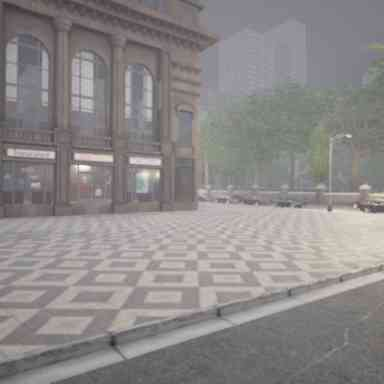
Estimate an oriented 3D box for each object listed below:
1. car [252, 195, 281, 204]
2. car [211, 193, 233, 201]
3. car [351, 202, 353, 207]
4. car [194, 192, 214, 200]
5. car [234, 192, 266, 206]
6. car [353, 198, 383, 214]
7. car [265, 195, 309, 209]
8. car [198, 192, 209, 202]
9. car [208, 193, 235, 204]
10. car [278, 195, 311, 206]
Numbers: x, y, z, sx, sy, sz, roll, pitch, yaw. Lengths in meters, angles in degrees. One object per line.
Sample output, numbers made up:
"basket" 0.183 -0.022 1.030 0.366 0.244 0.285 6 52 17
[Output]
"car" 11.904 1.142 53.541 1.947 1.339 4.313 2 0 -35
"car" 5.522 0.983 62.559 1.802 1.307 4.206 2 0 -35
"car" 21.477 1.372 40.014 1.887 1.381 4.507 2 0 -35
"car" 2.336 0.752 67.068 1.967 1.590 4.097 2 0 -35
"car" 8.143 1.146 44.099 1.887 1.381 4.507 2 0 -35
"car" 17.716 1.400 30.571 2.008 1.369 4.403 2 0 -35
"car" 11.334 1.251 39.589 1.947 1.339 4.313 2 0 -35
"car" 1.761 1.011 53.116 1.802 1.307 4.206 2 0 -35
"car" 4.952 1.067 48.607 2.008 1.369 4.403 2 0 -35
"car" 15.095 1.227 49.032 1.947 1.339 4.313 2 0 -35
